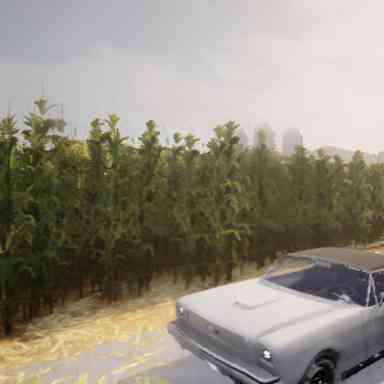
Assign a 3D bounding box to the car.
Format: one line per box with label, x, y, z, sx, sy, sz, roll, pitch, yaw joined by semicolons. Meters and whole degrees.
car;2.026;1.606;4.945;4.718;1.301;1.895;0;0;-36
